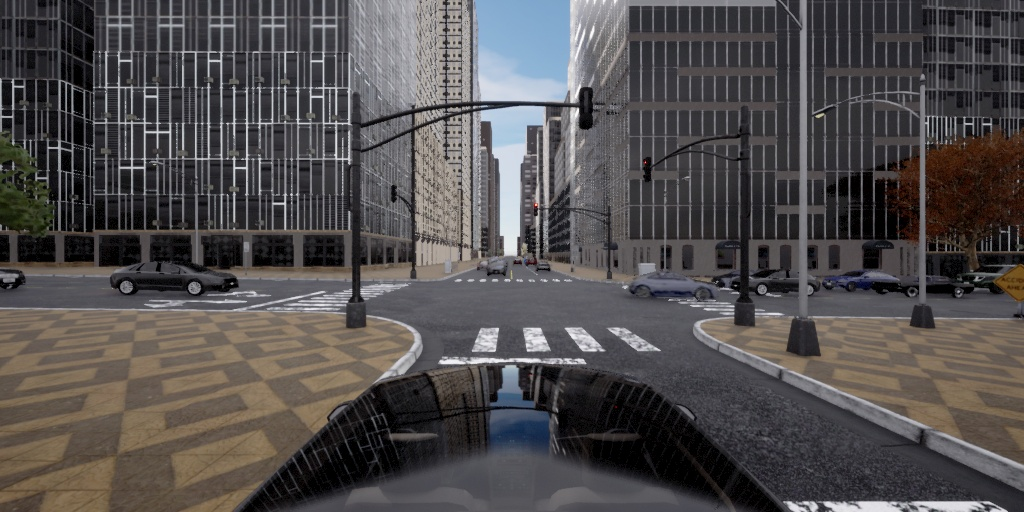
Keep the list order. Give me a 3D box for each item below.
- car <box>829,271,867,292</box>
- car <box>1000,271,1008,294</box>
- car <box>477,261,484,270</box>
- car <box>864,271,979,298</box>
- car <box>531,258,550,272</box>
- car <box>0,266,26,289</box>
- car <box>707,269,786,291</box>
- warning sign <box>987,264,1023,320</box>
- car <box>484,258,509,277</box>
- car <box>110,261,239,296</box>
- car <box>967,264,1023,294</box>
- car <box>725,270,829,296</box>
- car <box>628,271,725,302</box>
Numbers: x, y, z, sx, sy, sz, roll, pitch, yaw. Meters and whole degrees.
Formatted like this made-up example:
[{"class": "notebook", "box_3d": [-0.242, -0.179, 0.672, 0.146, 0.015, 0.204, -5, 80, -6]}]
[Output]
[{"class": "car", "box_3d": [24.556, 1.741, 25.245, 4.674, 1.442, 1.812, 1, 0, -3]}, {"class": "car", "box_3d": [34.200, 1.915, 22.437, 4.674, 1.442, 1.812, 1, 0, -2]}, {"class": "car", "box_3d": [-4.059, 1.342, 51.470, 1.802, 1.307, 4.207, 0, 0, 0]}, {"class": "car", "box_3d": [25.028, 1.826, 22.017, 4.718, 1.301, 1.895, 1, 0, -3]}, {"class": "car", "box_3d": [3.898, 1.329, 45.983, 1.948, 1.339, 4.313, 0, 0, 0]}, {"class": "car", "box_3d": [-25.298, 0.802, 16.197, 4.902, 1.511, 2.128, 1, 0, -3]}, {"class": "car", "box_3d": [16.155, 1.629, 24.851, 4.181, 1.385, 1.994, 1, 0, -3]}, {"class": "warning sign", "box_3d": [17.268, 1.204, 12.189, 1.060, 1.860, 1.300, 0, 0, -3]}, {"class": "car", "box_3d": [-1.497, 1.272, 35.739, 1.837, 1.490, 4.892, 0, 0, 0]}, {"class": "car", "box_3d": [-15.516, 0.994, 16.653, 4.892, 1.490, 1.837, 1, 0, -3]}, {"class": "car", "box_3d": [35.239, 1.629, 25.743, 5.566, 2.045, 2.150, 1, 0, -3]}, {"class": "car", "box_3d": [15.785, 1.564, 21.590, 4.892, 1.490, 1.837, 1, 0, -4]}, {"class": "car", "box_3d": [8.131, 1.486, 18.327, 4.181, 1.385, 1.994, 1, 0, 16]}]
